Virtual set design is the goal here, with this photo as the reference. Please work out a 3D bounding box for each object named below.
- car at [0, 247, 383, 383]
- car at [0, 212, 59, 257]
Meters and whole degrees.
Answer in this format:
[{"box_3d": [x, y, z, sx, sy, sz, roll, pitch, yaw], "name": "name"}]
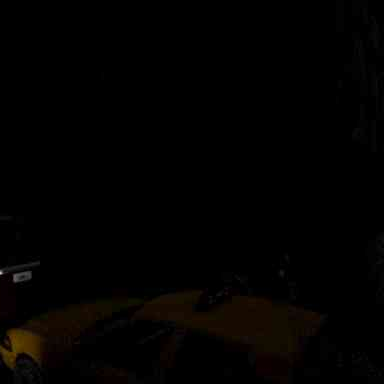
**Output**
[{"box_3d": [0.001, 1.524, 3.074, 4.829, 1.417, 1.752, 0, 1, 36], "name": "car"}, {"box_3d": [-4.404, 1.310, 6.224, 5.009, 1.841, 2.192, 0, 1, 36], "name": "car"}]
